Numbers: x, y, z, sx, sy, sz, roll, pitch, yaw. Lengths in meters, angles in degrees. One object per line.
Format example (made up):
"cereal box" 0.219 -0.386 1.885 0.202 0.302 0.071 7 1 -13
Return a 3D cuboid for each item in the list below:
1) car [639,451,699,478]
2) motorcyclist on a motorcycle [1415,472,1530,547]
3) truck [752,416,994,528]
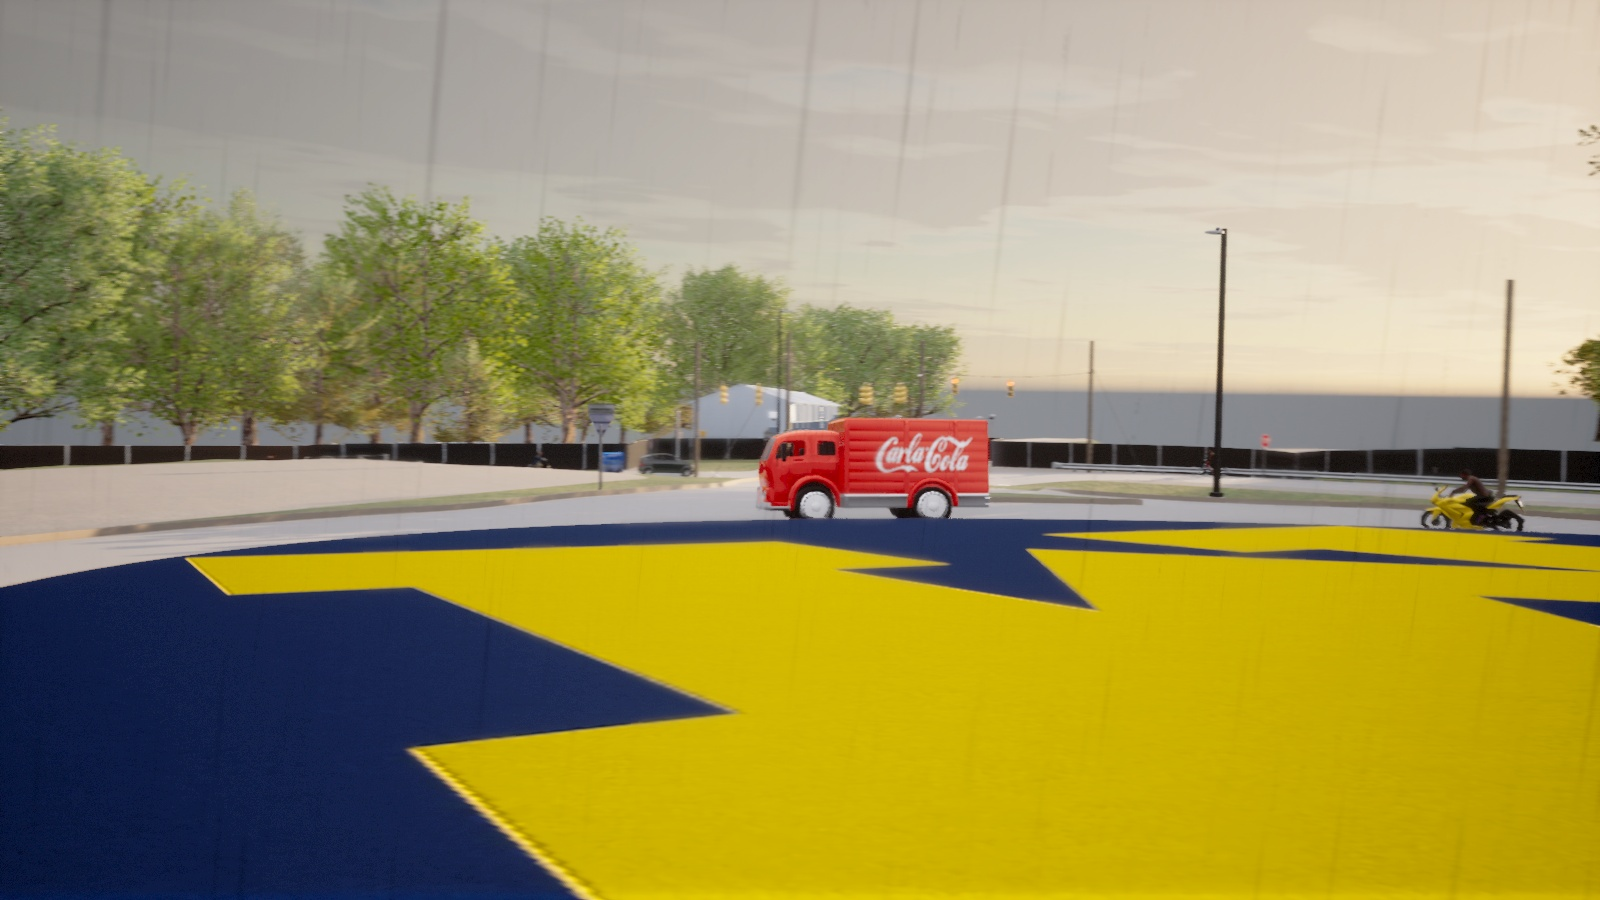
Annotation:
"car" -8.511 0.942 81.572 3.705 1.549 1.789 1 3 -12
"motorcyclist on a motorcycle" 14.528 1.262 27.170 2.044 1.523 0.797 1 0 40
"truck" 1.621 0.526 29.306 5.204 2.467 2.627 1 -1 -9
